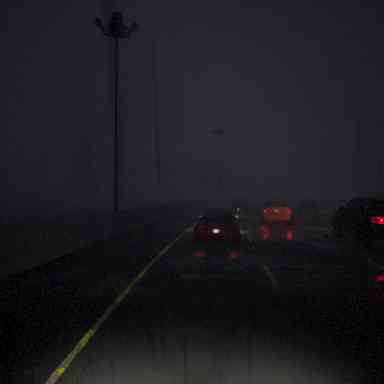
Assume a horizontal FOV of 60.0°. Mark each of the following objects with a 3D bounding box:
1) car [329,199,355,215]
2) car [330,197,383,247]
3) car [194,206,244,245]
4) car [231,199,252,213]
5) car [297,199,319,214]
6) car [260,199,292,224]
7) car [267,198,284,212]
[{"bbox_3d":[16.143,1.520,36.054,1.882,1.535,5.008,0,0,16],"label":"car"},{"bbox_3d":[8.153,1.241,15.020,2.150,2.045,5.566,0,0,7],"label":"car"},{"bbox_3d":[1.226,1.575,15.597,1.994,1.385,4.181,0,0,7],"label":"car"},{"bbox_3d":[5.517,1.534,37.061,1.837,1.490,4.892,0,0,16],"label":"car"},{"bbox_3d":[12.311,1.514,35.399,1.882,1.535,5.008,0,0,15],"label":"car"},{"bbox_3d":[6.327,1.374,25.357,2.097,1.767,4.553,0,0,11],"label":"car"},{"bbox_3d":[10.376,1.563,41.001,1.812,1.442,4.674,0,0,17],"label":"car"}]
